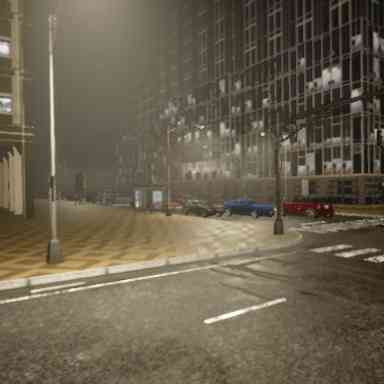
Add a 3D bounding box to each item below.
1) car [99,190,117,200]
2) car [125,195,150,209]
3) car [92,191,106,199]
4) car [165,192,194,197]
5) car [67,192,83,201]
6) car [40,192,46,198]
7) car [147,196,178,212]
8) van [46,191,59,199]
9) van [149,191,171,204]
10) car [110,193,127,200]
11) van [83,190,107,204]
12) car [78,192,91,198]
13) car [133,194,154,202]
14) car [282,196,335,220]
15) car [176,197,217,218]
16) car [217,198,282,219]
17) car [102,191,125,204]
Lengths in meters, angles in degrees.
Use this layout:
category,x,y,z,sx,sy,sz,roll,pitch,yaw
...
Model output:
category,x,y,z,sx,sy,sz,roll,pitch,yaw
car,-17.816,0.587,70.401,2.192,1.841,5.009,-1,1,-34
car,-5.540,1.304,37.494,1.947,1.339,4.313,-1,1,-34
car,-21.023,0.658,75.095,1.967,1.590,4.097,-1,1,-34
car,-0.565,1.089,34.880,2.097,1.767,4.553,-1,1,-34
car,-21.528,1.023,60.985,2.008,1.369,4.403,-1,1,-34
car,-34.354,0.695,79.754,1.967,1.590,4.097,-1,1,-34
car,-2.382,1.372,32.769,1.802,1.307,4.206,-1,1,-34
van,-31.148,0.651,75.061,1.690,1.788,3.998,-1,1,-34
van,-4.990,0.828,51.630,1.690,1.788,3.998,-1,1,-34
car,-14.609,0.908,65.712,1.802,1.307,4.206,-1,1,-34
van,-15.115,0.921,51.597,1.690,1.788,3.998,-1,1,-34
car,-27.435,0.660,84.481,2.008,1.369,4.403,-1,1,-34
car,-8.196,1.016,56.326,1.802,1.307,4.206,-1,1,-34
car,8.884,1.146,26.543,2.097,1.767,4.553,-1,1,-32
car,0.811,1.408,28.064,1.947,1.339,4.313,-1,1,-34
car,4.604,1.298,27.317,1.882,1.535,5.008,-1,1,-34
car,-11.807,1.078,51.430,1.812,1.442,4.674,-1,1,-34
